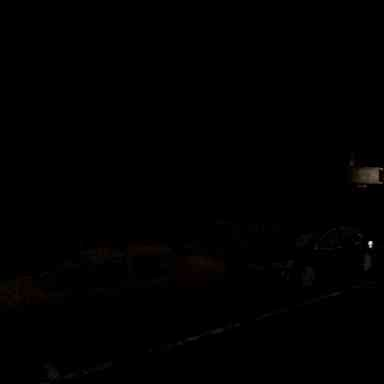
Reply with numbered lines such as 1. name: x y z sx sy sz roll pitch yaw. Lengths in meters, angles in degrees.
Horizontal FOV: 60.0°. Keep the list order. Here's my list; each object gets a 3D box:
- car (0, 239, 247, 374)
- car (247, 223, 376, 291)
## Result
1. car: -1.494 1.525 5.577 4.829 1.417 1.752 0 0 -35
2. car: 3.245 1.548 8.931 4.403 1.369 2.008 0 0 -35
